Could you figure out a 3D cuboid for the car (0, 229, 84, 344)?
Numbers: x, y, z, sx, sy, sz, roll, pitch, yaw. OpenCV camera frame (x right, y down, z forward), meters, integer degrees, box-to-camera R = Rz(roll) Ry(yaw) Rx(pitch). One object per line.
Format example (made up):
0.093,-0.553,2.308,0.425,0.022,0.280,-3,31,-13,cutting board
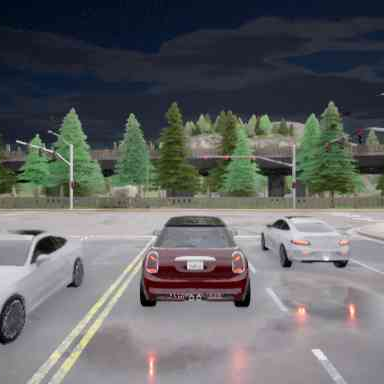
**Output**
-3.568,1.524,6.540,1.812,1.442,4.674,0,0,0,car

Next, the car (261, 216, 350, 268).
3.595,1.523,11.183,1.812,1.442,4.674,0,0,0,car

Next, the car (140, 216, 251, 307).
0.078,1.350,8.135,2.097,1.767,4.553,0,0,1,car
